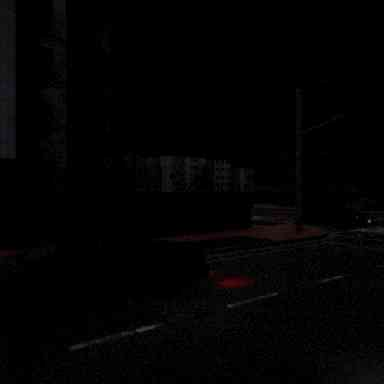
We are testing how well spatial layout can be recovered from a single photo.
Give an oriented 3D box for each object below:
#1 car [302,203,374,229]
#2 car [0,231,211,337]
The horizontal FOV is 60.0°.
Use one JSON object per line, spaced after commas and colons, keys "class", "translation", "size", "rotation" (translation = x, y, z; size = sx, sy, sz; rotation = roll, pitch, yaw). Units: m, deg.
{"class": "car", "translation": [9.359, 1.491, 21.990], "size": [2.128, 1.511, 4.902], "rotation": [0, 0, -31]}
{"class": "car", "translation": [-2.137, 1.547, 6.769], "size": [5.357, 1.411, 2.033], "rotation": [0, 0, -36]}
